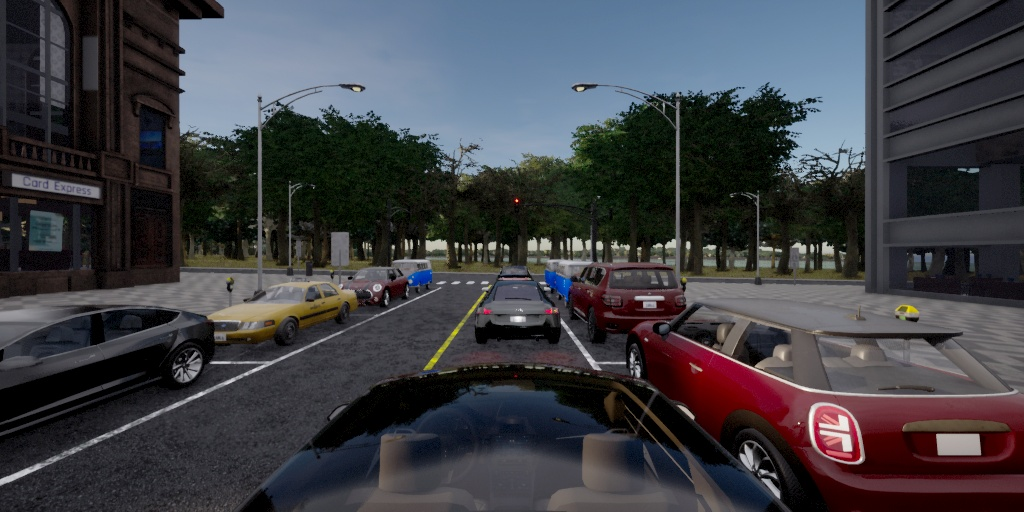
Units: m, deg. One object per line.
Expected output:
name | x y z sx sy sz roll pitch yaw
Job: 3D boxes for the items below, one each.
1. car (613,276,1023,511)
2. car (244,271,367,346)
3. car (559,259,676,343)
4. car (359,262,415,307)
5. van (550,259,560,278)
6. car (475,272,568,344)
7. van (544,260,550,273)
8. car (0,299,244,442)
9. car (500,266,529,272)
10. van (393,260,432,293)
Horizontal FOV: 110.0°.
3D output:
car | 2.766 1.190 4.157 1.967 1.591 4.097 0 0 0
car | -5.749 1.276 9.441 1.751 1.417 4.829 0 0 0
car | 2.777 1.065 9.595 2.192 1.841 5.009 0 0 0
car | -5.738 1.191 15.049 1.967 1.591 4.097 0 0 0
van | 2.787 1.092 15.033 1.690 1.789 3.998 0 0 0
car | 0.119 1.314 9.643 1.994 1.385 4.181 0 0 0
van | 2.797 1.092 20.470 1.690 1.789 3.998 0 0 0
car | -5.759 1.316 4.174 1.948 1.339 4.313 0 0 0
car | 0.132 1.243 18.525 2.128 1.511 4.902 0 0 0
van | -5.728 1.092 20.486 1.690 1.789 3.998 0 0 0
